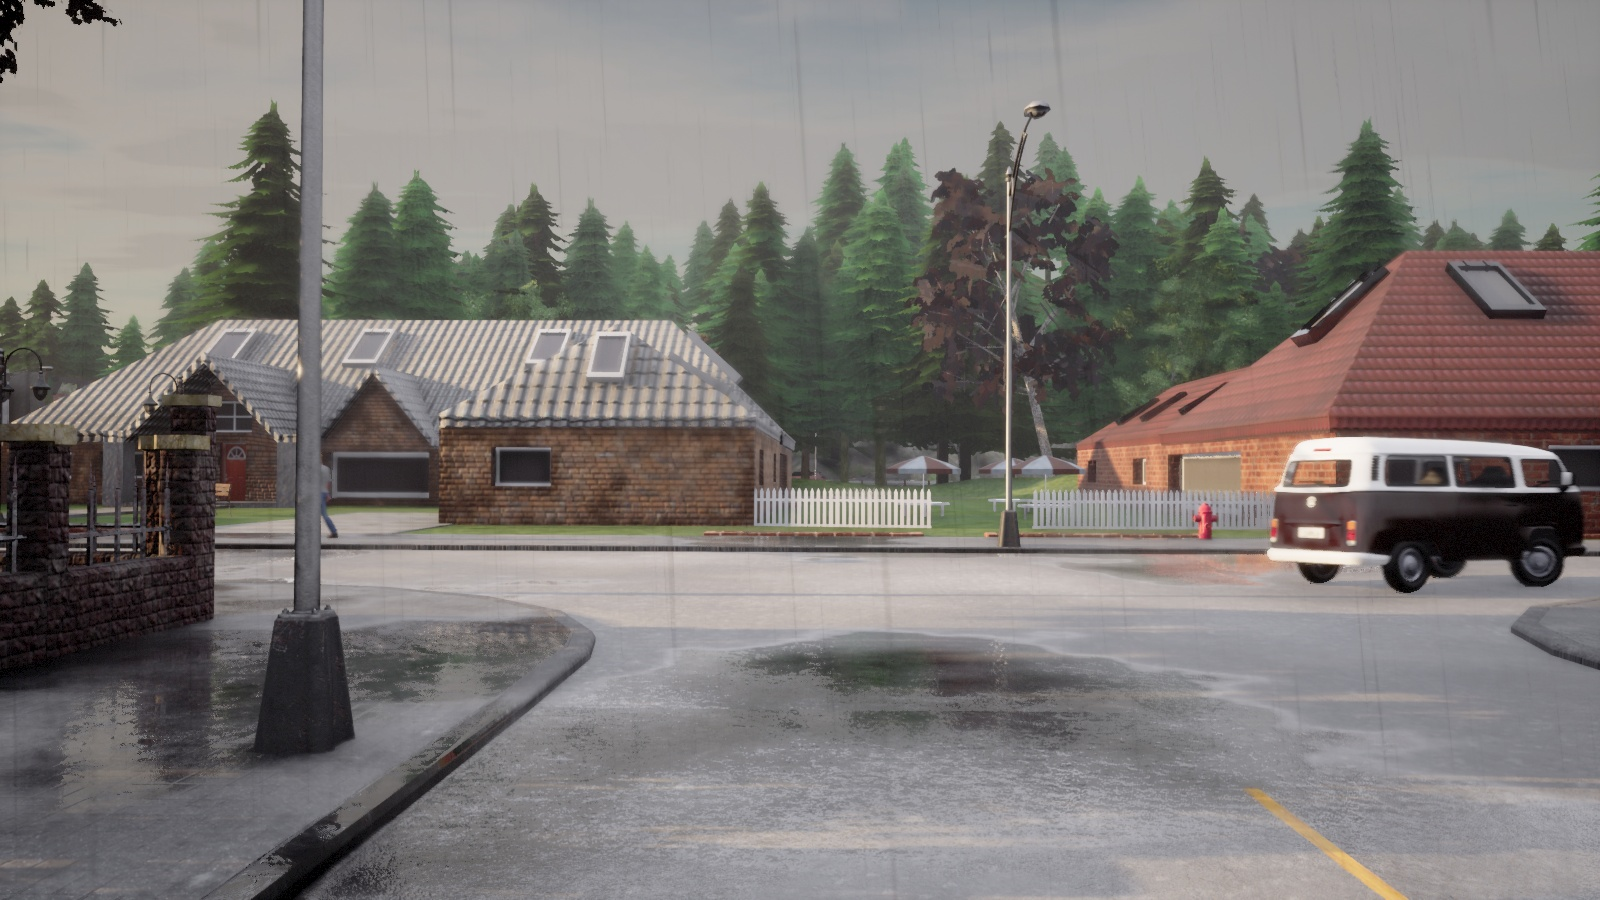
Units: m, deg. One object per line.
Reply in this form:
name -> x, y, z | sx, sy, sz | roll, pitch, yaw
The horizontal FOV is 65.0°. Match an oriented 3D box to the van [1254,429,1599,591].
van -> 8.871, 0.795, 17.547 | 4.480, 2.038, 2.069 | 0, -2, -22

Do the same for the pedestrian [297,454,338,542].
pedestrian -> -10.151, 1.004, 26.419 | 0.706, 1.836, 0.354 | 0, -1, 1
